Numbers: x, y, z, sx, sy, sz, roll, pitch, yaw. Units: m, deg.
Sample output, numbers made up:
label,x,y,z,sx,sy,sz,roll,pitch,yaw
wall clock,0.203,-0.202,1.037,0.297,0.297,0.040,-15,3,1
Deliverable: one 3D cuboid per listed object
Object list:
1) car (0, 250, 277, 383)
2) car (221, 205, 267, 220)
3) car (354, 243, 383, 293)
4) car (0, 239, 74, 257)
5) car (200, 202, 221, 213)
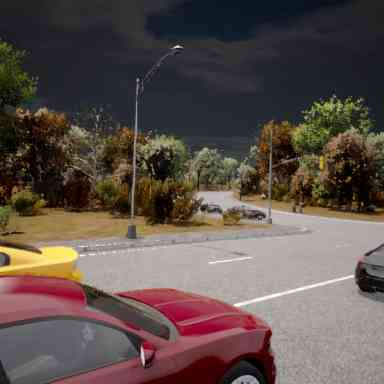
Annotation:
label,x,y,z,sx,sy,sz,roll,pitch,yaw
car,-1.413,1.479,2.737,5.008,1.535,1.882,0,0,-36
car,5.749,2.175,36.024,2.033,1.411,5.357,3,-1,-26
car,5.734,1.664,7.893,4.181,1.385,1.994,1,-1,-35
car,-4.320,1.476,5.185,5.008,1.535,1.882,0,0,-35
car,2.508,2.079,44.727,1.994,1.385,4.181,3,0,-19
